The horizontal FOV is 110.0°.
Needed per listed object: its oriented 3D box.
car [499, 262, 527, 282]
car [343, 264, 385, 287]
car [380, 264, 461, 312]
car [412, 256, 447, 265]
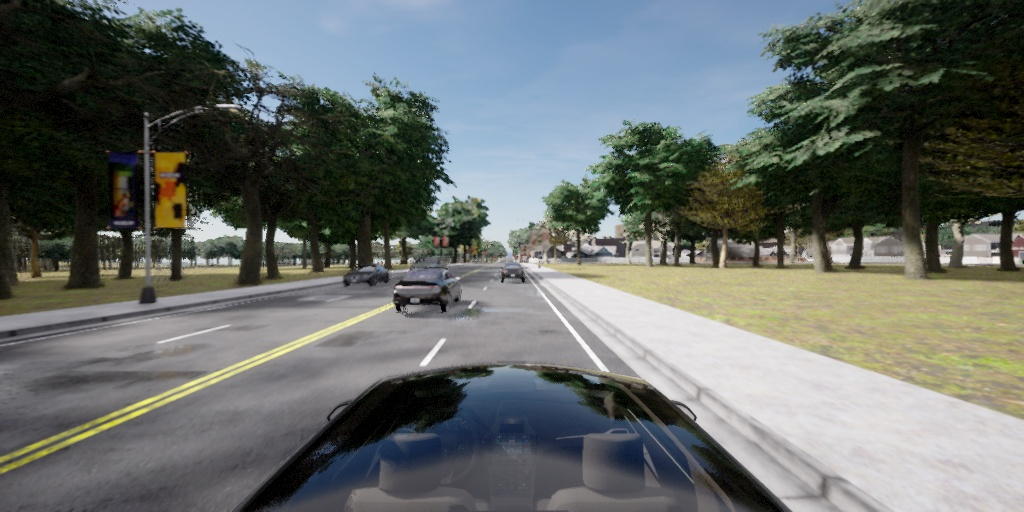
[{"bbox_3d":[0.061,1.290,29.083,1.812,1.442,4.674,0,0,0],"label":"car"},{"bbox_3d":[-9.881,1.285,24.762,1.812,1.442,4.674,0,0,0],"label":"car"},{"bbox_3d":[-3.166,1.244,14.128,2.128,1.511,4.902,0,0,0],"label":"car"},{"bbox_3d":[-6.633,0.987,29.000,2.150,2.045,5.566,0,0,0],"label":"car"}]
